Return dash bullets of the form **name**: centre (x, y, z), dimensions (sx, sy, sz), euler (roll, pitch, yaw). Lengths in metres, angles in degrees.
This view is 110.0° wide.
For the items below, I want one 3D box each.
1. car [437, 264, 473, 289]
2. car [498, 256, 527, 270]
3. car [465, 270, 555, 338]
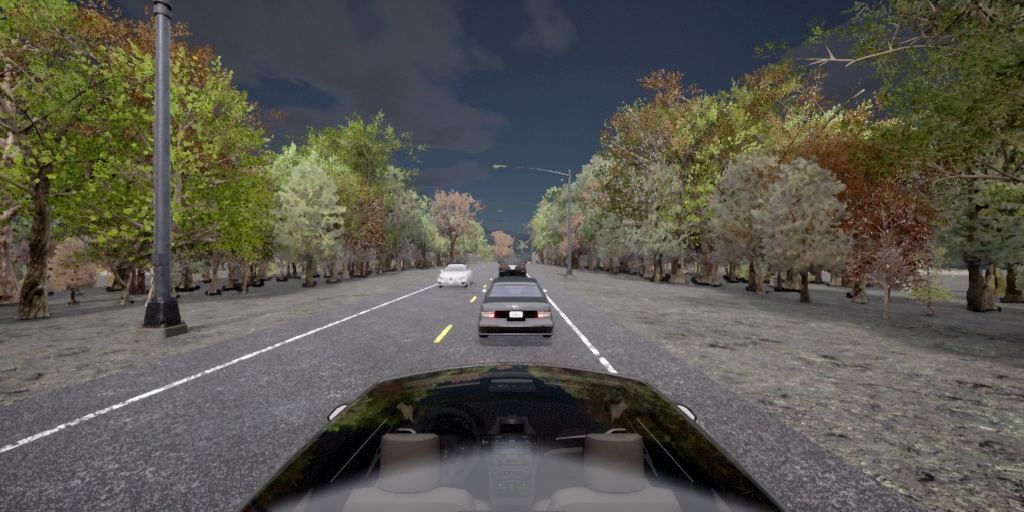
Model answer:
- **car**: centre (-3.645, 1.288, 23.684), dimensions (1.812, 1.442, 4.674), euler (0, 0, 0)
- **car**: centre (0.042, 0.987, 29.292), dimensions (2.150, 2.045, 5.566), euler (0, 0, 0)
- **car**: centre (0.082, 1.302, 10.203), dimensions (2.033, 1.411, 5.357), euler (0, 0, 0)
